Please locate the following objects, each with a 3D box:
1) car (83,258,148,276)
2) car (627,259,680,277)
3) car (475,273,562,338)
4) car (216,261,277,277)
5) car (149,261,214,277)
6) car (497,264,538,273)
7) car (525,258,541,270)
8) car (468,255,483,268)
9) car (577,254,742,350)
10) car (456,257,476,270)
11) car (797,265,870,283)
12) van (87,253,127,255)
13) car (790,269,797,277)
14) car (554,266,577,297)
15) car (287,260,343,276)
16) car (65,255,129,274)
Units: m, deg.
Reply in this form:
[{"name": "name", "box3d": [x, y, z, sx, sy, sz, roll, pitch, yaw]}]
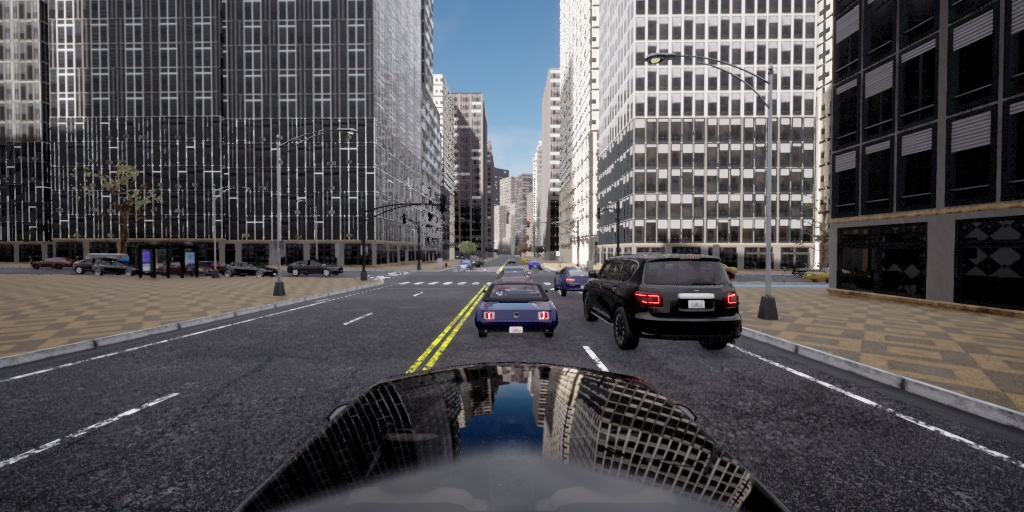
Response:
[{"name": "car", "box3d": [-34.127, 1.069, 31.437, 4.313, 1.339, 1.948, 0, 0, 1]}, {"name": "car", "box3d": [14.279, 1.196, 36.430, 4.553, 1.767, 2.097, 1, 1, 0]}, {"name": "car", "box3d": [0.093, 1.347, 10.166, 1.895, 1.301, 4.718, 0, 0, 0]}, {"name": "car", "box3d": [-22.762, 1.174, 31.143, 4.313, 1.339, 1.948, 0, 0, 1]}, {"name": "car", "box3d": [-28.446, 1.138, 31.270, 4.207, 1.307, 1.802, 0, 0, 1]}, {"name": "car", "box3d": [0.084, 1.305, 18.903, 1.994, 1.385, 4.181, 0, 0, 0]}, {"name": "car", "box3d": [3.252, 1.239, 52.410, 1.812, 1.442, 4.674, 0, 0, 0]}, {"name": "car", "box3d": [-6.635, 0.925, 61.153, 2.150, 2.045, 5.566, 0, 0, 0]}, {"name": "car", "box3d": [3.343, 0.968, 9.204, 2.150, 2.045, 5.566, 0, 0, 0]}, {"name": "car", "box3d": [-6.640, 1.241, 51.191, 1.812, 1.442, 4.674, 0, 0, -2]}, {"name": "car", "box3d": [27.612, 1.579, 30.470, 4.829, 1.417, 1.751, 0, 0, 1]}, {"name": "van", "box3d": [-45.327, 0.605, 40.086, 3.998, 1.789, 1.690, 0, 0, 1]}, {"name": "car", "box3d": [31.067, 1.592, 36.186, 4.718, 1.301, 1.895, 1, 1, 1]}, {"name": "car", "box3d": [3.332, 1.267, 18.896, 1.812, 1.442, 4.674, 0, 0, 0]}, {"name": "car", "box3d": [-18.471, 1.108, 33.765, 4.892, 1.490, 1.837, 1, 1, 1]}, {"name": "car", "box3d": [-38.791, 0.923, 34.166, 4.892, 1.490, 1.837, 1, 1, 1]}]
